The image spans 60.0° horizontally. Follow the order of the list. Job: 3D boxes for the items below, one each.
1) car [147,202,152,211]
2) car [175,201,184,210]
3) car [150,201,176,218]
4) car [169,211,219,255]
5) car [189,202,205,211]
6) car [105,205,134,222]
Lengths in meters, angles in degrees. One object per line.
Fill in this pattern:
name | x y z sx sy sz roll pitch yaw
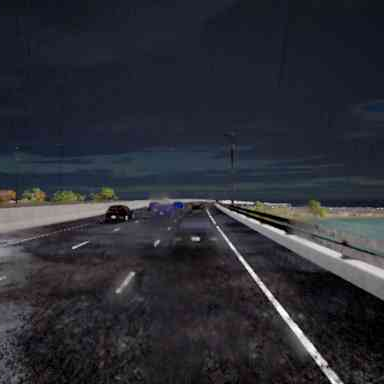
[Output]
car | -6.100 2.330 54.181 1.812 1.442 4.674 0 -1 2
car | -2.453 2.352 58.748 1.882 1.535 5.008 0 -2 2
car | -3.048 2.054 36.345 1.812 1.442 4.674 0 -1 1
car | 0.152 1.748 14.281 2.033 1.411 5.357 0 -1 0
car | 0.657 2.156 45.426 2.128 1.511 4.902 0 -1 1
car | -6.651 1.949 30.799 1.837 1.490 4.892 0 -2 1
